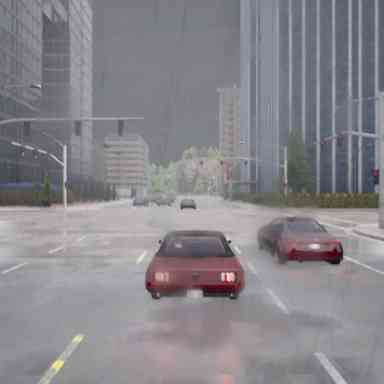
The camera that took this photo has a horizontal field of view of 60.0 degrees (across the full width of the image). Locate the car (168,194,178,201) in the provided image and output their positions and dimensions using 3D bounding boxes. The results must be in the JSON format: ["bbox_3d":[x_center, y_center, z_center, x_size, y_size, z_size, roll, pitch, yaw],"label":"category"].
[{"bbox_3d":[-4.659,1.320,81.668,2.128,1.511,4.902,0,0,-1],"label":"car"}]

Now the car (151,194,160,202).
[{"bbox_3d":[-7.963,1.458,66.491,1.837,1.490,4.892,0,0,0],"label":"car"}]

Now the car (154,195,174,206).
[{"bbox_3d":[-4.315,1.528,52.020,1.994,1.385,4.181,0,0,-1],"label":"car"}]

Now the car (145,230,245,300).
[{"bbox_3d":[0.074,1.595,8.358,1.895,1.301,4.718,0,0,0],"label":"car"}]

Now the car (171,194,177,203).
[{"bbox_3d":[-4.465,1.458,66.522,1.837,1.490,4.892,0,0,0],"label":"car"}]

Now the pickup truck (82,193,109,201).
[{"bbox_3d":[-21.165,1.008,73.414,2.390,2.098,6.274,0,0,30],"label":"pickup truck"}]

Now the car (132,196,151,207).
[{"bbox_3d":[-7.796,1.470,50.197,1.837,1.490,4.892,0,0,-1],"label":"car"}]

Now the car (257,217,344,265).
[{"bbox_3d":[3.582,1.556,11.715,1.994,1.385,4.181,0,0,0],"label":"car"}]

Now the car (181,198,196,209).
[{"bbox_3d":[-0.528,1.533,45.262,1.994,1.385,4.181,0,0,-1],"label":"car"}]
